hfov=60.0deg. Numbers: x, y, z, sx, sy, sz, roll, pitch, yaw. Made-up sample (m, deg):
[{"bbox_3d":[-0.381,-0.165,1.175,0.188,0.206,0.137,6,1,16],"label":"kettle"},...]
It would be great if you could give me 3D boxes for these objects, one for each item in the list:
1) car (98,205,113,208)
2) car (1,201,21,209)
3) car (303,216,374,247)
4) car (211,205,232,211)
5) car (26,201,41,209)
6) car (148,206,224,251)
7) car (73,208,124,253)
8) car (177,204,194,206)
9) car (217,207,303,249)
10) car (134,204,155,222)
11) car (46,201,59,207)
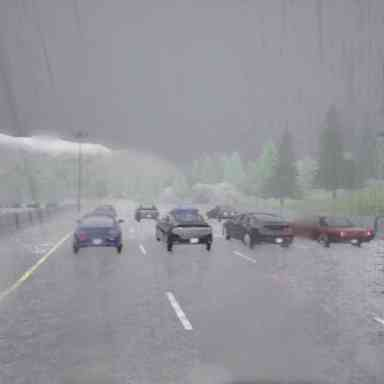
[{"bbox_3d":[-7.442,1.814,28.591,1.994,1.385,4.181,1,-1,-13],"label":"car"},{"bbox_3d":[-33.863,2.417,63.067,2.128,1.511,4.902,1,-2,-14],"label":"car"},{"bbox_3d":[6.363,1.826,16.262,1.895,1.301,4.718,1,-1,-14],"label":"car"},{"bbox_3d":[2.838,1.945,30.734,2.033,1.411,5.357,1,-1,-14],"label":"car"},{"bbox_3d":[-30.462,2.420,63.896,1.882,1.535,5.008,1,-2,-14],"label":"car"},{"bbox_3d":[-0.477,1.618,14.793,2.128,1.511,4.902,1,-1,-13],"label":"car"},{"bbox_3d":[-3.902,1.601,14.066,1.812,1.442,4.674,1,-1,-13],"label":"car"},{"bbox_3d":[-0.677,1.832,30.407,1.882,1.535,5.008,1,-1,-13],"label":"car"},{"bbox_3d":[2.919,1.684,15.636,1.837,1.490,4.892,1,0,-13],"label":"car"},{"bbox_3d":[-4.035,1.793,29.396,2.128,1.511,4.902,1,-1,-13],"label":"car"},{"bbox_3d":[-27.062,2.533,64.722,2.033,1.411,5.357,1,-2,-14],"label":"car"}]
